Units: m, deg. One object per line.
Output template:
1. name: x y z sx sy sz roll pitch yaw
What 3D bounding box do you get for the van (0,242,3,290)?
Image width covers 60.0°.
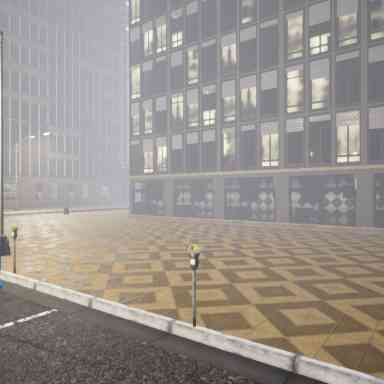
1. van: -5.649 1.337 7.020 3.998 1.788 1.690 0 0 36
